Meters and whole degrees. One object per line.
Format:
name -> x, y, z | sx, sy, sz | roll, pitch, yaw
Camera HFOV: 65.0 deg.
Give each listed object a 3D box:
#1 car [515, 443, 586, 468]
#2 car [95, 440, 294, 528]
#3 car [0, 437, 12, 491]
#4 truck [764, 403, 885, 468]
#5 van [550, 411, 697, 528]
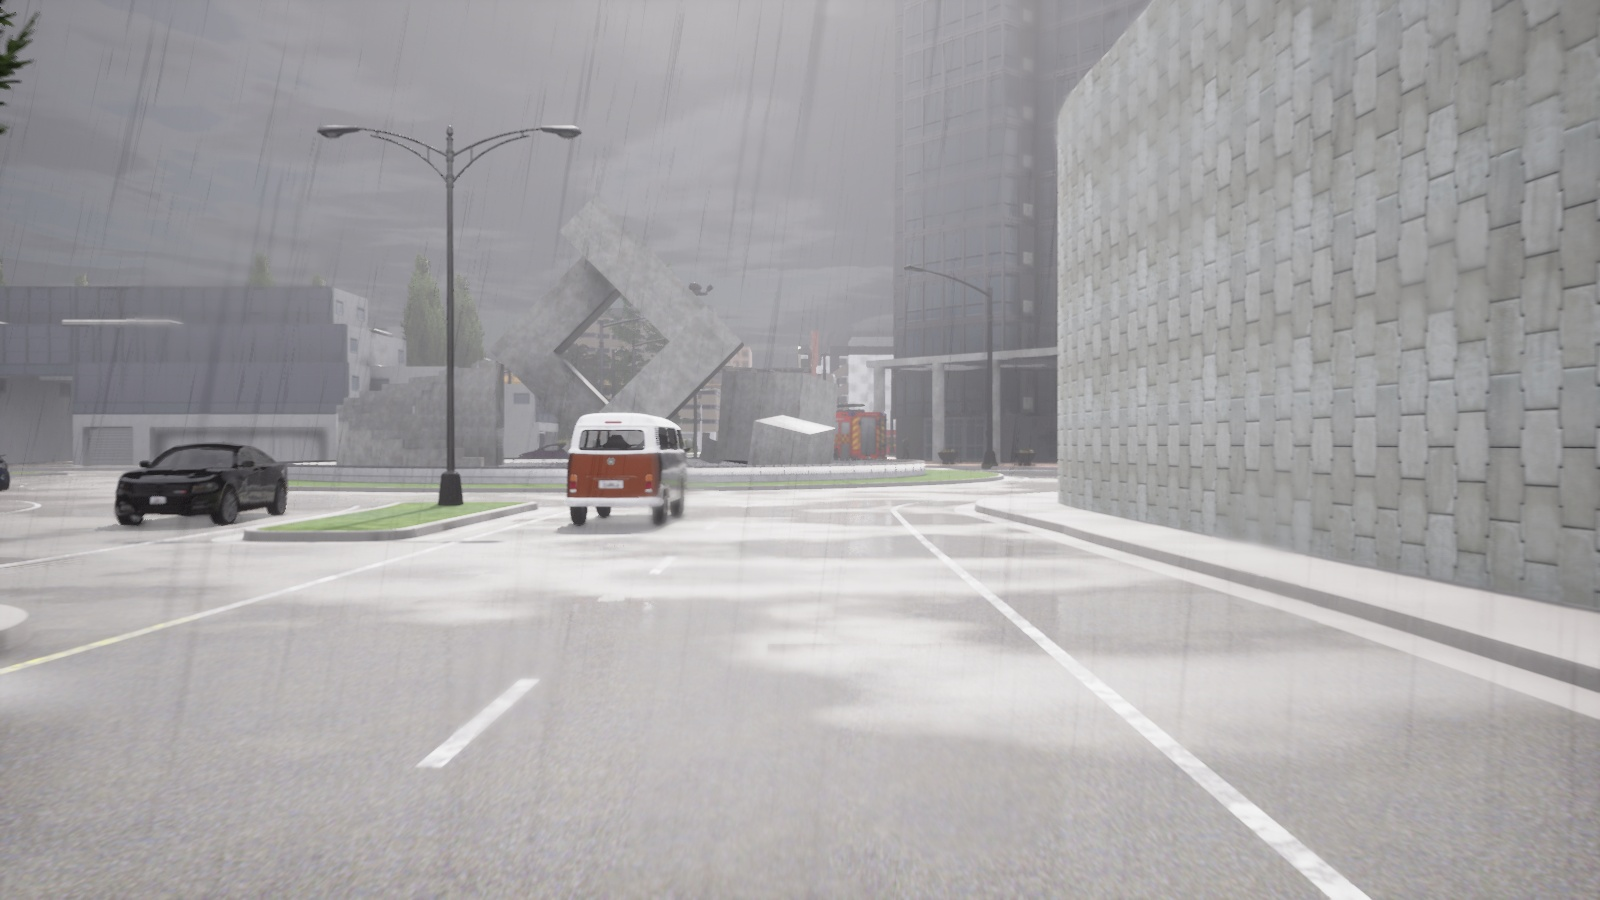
car -> -15.315, 0.314, 76.982 | 4.193, 1.474, 1.816 | 0, 0, -14
car -> -11.519, 0.578, 24.330 | 1.882, 1.535, 5.008 | 0, 0, -6
car -> -26.654, 0.429, 40.204 | 2.033, 1.649, 4.856 | 0, 1, -37
truck -> 1.390, -0.858, 78.329 | 2.891, 3.827, 8.468 | 0, 0, -38
van -> -3.260, 0.331, 24.161 | 2.069, 2.038, 4.480 | 0, 0, 2
